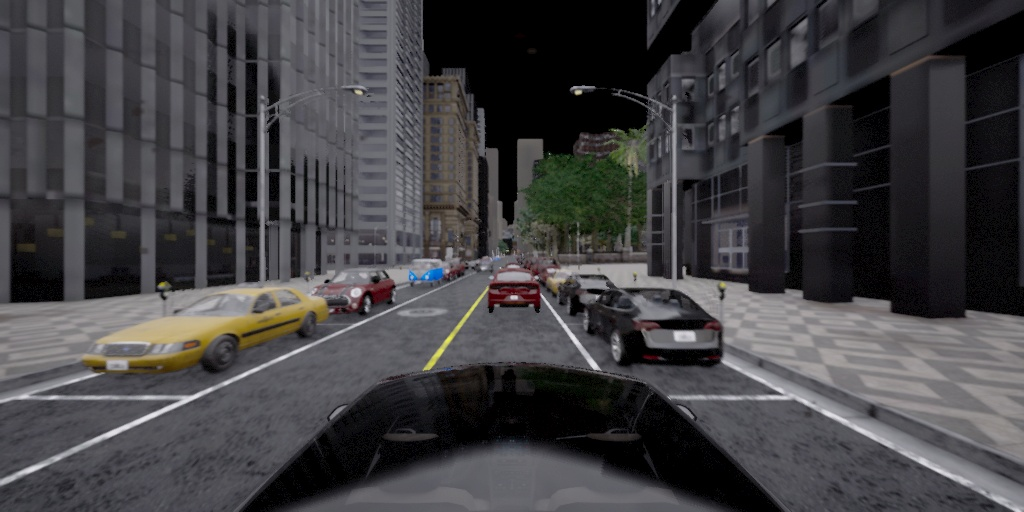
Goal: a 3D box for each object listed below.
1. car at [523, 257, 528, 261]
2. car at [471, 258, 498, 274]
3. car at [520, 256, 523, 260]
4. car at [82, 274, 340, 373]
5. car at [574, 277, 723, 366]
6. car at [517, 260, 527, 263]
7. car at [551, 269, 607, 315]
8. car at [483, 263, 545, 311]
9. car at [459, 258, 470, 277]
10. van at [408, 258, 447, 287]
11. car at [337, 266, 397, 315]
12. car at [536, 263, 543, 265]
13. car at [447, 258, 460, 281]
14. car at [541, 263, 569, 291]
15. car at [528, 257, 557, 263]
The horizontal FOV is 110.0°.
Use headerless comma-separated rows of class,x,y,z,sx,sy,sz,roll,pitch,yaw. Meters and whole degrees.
car,2.740,1.078,40.730,2.192,1.841,5.009,0,0,0
car,-3.113,1.255,41.852,2.128,1.511,4.902,0,0,0
car,2.734,1.076,51.705,2.192,1.841,5.009,0,0,0
car,-5.766,1.277,7.645,1.751,1.417,4.829,0,0,0
car,2.759,1.318,7.809,1.948,1.339,4.313,0,0,0
car,0.073,1.285,29.739,1.812,1.442,4.674,0,0,0
car,2.756,1.320,13.296,1.948,1.339,4.313,0,0,0
car,0.081,1.232,14.410,1.882,1.535,5.008,0,0,0
car,-5.782,1.076,35.253,2.192,1.841,5.009,0,0,0
van,-5.776,1.098,24.277,1.690,1.789,3.998,0,0,0
car,-5.769,1.193,13.302,1.967,1.591,4.097,0,0,0
car,2.750,1.340,24.269,1.802,1.307,4.207,0,0,0
car,-5.779,1.199,29.765,1.967,1.591,4.097,0,0,0
car,2.753,1.281,18.953,1.751,1.417,4.829,0,0,0
car,2.746,1.075,29.756,2.192,1.841,5.009,0,0,0
